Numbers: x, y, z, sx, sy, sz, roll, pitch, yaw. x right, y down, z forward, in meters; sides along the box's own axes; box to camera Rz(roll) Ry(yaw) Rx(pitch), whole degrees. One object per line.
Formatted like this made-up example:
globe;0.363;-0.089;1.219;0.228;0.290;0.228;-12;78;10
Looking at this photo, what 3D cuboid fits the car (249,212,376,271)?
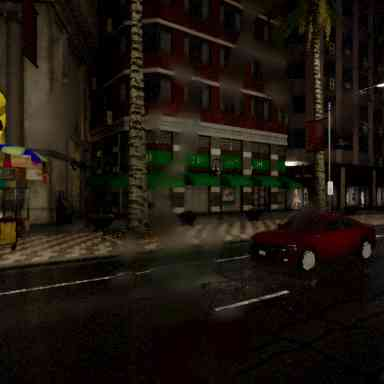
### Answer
car;4.098;1.478;11.045;5.008;1.535;1.882;0;0;-34
